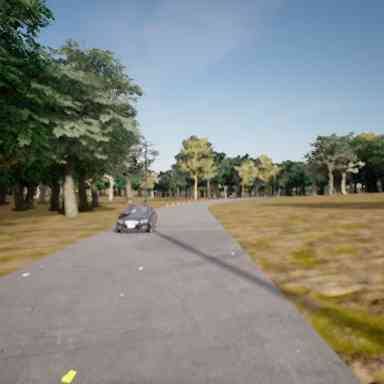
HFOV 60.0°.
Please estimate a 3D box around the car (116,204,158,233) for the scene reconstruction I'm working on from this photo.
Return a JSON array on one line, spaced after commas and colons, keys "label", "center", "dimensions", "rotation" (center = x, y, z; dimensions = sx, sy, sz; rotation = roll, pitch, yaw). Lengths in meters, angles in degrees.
[{"label": "car", "center": [-3.102, 1.481, 19.418], "dimensions": [2.128, 1.511, 4.902], "rotation": [0, 0, 0]}]
